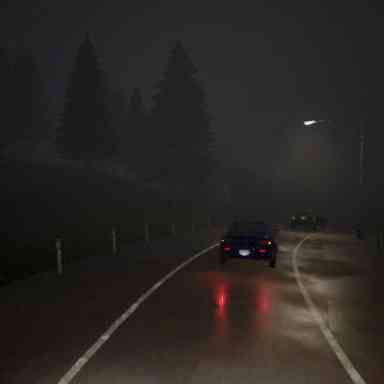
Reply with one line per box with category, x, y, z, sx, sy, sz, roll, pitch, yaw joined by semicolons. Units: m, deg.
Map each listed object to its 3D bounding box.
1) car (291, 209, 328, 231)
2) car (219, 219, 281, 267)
car;9.967;2.240;28.077;2.097;1.767;4.553;2;-2;34
car;2.192;1.704;12.164;1.812;1.442;4.674;1;-1;16
